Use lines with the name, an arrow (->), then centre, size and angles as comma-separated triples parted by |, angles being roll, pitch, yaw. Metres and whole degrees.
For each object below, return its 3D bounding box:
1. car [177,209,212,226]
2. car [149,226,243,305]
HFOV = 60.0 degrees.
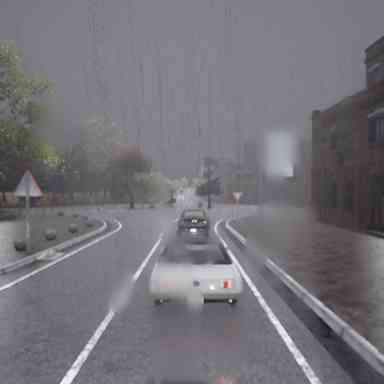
car -> 0.154, 1.802, 20.226 | 1.837, 1.490, 4.892 | 0, 0, 2
car -> 0.065, 1.851, 8.784 | 1.895, 1.301, 4.718 | 0, 0, 0
